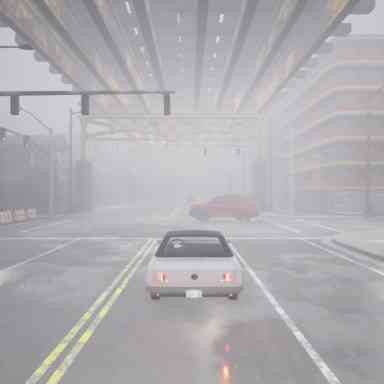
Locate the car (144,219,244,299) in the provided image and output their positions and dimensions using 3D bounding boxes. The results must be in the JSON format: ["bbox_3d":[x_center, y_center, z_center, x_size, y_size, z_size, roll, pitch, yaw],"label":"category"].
[{"bbox_3d":[0.046,1.601,8.390,1.895,1.301,4.718,0,0,0],"label":"car"}]

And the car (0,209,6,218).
[{"bbox_3d":[-16.863,1.453,25.047,4.974,1.542,2.038,0,0,-20],"label":"car"}]

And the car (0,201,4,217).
[{"bbox_3d":[-16.912,1.295,25.029,4.536,1.218,1.853,0,0,-20],"label":"car"}]

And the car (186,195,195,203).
[{"bbox_3d":[-0.277,1.440,67.439,1.837,1.490,4.892,0,0,0],"label":"car"}]

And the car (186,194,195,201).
[{"bbox_3d":[-0.320,1.310,77.854,1.882,1.535,5.008,0,1,0],"label":"car"}]

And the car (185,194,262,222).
[{"bbox_3d":[2.600,1.223,26.001,5.566,2.045,2.150,0,1,20],"label":"car"}]
